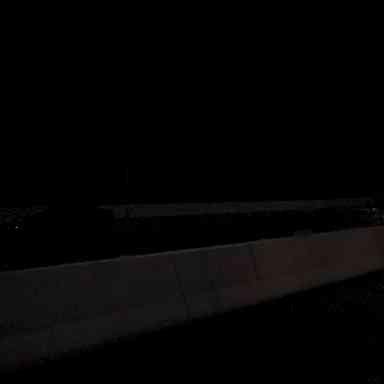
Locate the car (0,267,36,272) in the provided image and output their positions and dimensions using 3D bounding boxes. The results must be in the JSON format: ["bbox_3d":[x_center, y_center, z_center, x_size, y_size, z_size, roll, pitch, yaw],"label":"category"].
[{"bbox_3d":[-6.342,1.477,8.069,5.008,1.535,1.882,0,0,-36],"label":"car"}]
